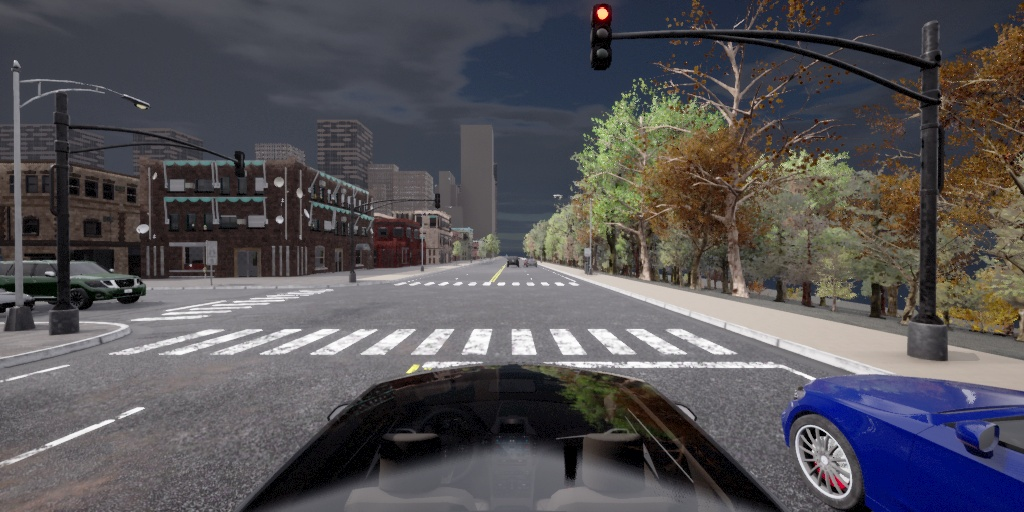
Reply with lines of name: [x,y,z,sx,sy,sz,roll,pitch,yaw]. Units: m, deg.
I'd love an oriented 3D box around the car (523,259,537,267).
car: [3.472,1.218,63.875,2.128,1.511,4.902,0,0,0]

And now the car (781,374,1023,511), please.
car: [3.346,1.276,1.331,1.812,1.442,4.674,0,0,2]

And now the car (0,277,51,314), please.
car: [-19.926,1.565,12.773,4.313,1.339,1.948,0,0,0]

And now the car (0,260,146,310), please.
car: [-19.311,1.186,15.475,5.566,2.045,2.150,-1,1,0]

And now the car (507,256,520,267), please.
car: [0.219,0.948,63.715,2.150,2.045,5.566,0,0,1]
